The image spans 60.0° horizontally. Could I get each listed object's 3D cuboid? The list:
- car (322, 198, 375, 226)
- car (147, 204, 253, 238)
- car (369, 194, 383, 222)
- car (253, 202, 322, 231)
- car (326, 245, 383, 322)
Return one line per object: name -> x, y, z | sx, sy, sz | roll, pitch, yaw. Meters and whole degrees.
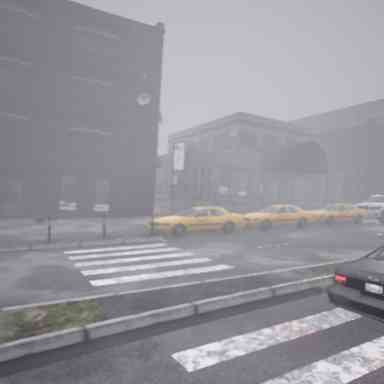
car -> 9.910, 1.435, 22.965 | 5.366, 1.575, 1.946 | 0, 0, -30
car -> 0.350, 1.422, 17.428 | 5.366, 1.575, 1.946 | 0, 0, -30
car -> 14.935, 1.195, 25.879 | 5.566, 2.045, 2.435 | 0, 0, -30
car -> 5.131, 1.427, 20.192 | 5.366, 1.575, 1.946 | 0, 0, -30
car -> 4.963, 1.546, 6.452 | 5.357, 1.411, 2.033 | 0, 0, -31
